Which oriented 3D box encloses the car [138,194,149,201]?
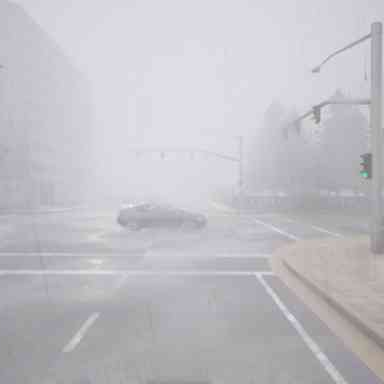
[{"bbox_3d":[-10.507,1.194,72.385,1.837,1.490,4.892,0,0,0],"label":"car"}]

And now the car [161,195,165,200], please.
[{"bbox_3d":[-7.007,1.290,72.306,1.895,1.301,4.718,0,0,0],"label":"car"}]

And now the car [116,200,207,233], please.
[{"bbox_3d":[-1.652,1.379,18.207,4.902,1.511,2.128,0,0,0],"label":"car"}]

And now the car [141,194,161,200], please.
[{"bbox_3d":[-7.049,1.336,57.060,1.994,1.385,4.181,0,0,0],"label":"car"}]

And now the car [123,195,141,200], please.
[{"bbox_3d":[-10.549,1.263,57.168,2.128,1.511,4.902,0,0,0],"label":"car"}]
